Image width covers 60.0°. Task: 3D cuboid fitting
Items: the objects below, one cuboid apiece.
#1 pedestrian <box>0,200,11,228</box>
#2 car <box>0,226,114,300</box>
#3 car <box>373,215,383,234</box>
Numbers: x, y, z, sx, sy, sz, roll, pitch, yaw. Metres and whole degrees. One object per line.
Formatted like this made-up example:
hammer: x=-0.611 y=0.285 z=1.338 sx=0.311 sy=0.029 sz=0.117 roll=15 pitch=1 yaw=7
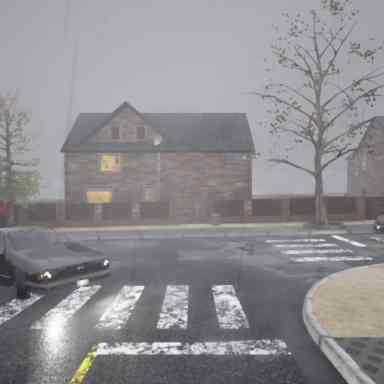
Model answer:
pedestrian: x=-9.642 y=1.251 z=16.889 sx=0.375 sy=1.860 sz=0.375 roll=0 pitch=2 yaw=0
car: x=-4.390 y=1.609 z=8.651 sx=5.357 sy=1.411 sz=2.033 roll=-2 pitch=-1 yaw=38
car: x=10.263 y=1.189 z=14.006 sx=4.892 sy=1.490 sz=1.837 roll=-1 pitch=1 yaw=0
